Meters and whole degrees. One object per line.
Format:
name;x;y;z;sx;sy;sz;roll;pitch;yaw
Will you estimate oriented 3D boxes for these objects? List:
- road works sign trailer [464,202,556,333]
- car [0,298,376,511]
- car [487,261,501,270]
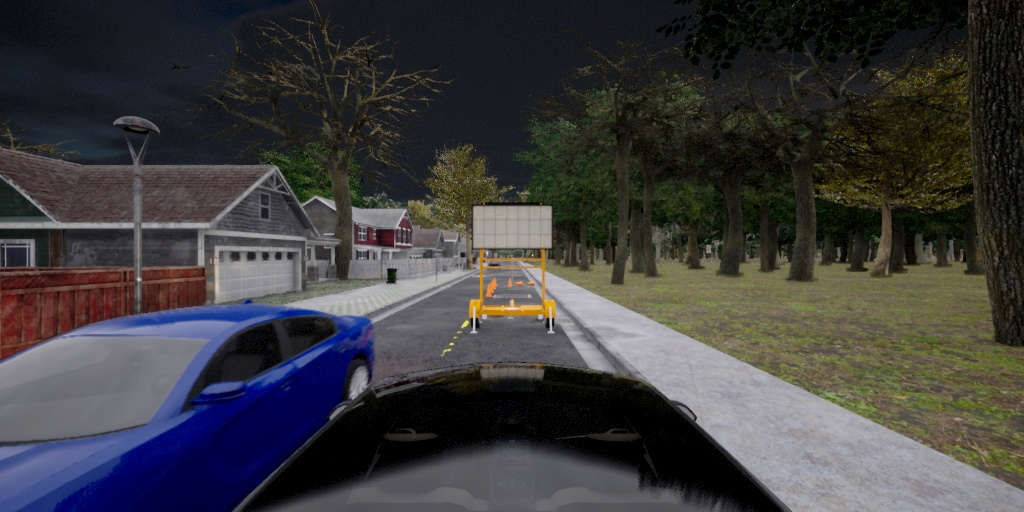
road works sign trailer;0.015;0.213;10.684;2.380;3.560;2.880;0;0;0
car;-2.844;1.227;3.036;1.882;1.535;5.008;0;0;0
car;-2.670;1.364;52.824;1.895;1.301;4.718;0;0;0
